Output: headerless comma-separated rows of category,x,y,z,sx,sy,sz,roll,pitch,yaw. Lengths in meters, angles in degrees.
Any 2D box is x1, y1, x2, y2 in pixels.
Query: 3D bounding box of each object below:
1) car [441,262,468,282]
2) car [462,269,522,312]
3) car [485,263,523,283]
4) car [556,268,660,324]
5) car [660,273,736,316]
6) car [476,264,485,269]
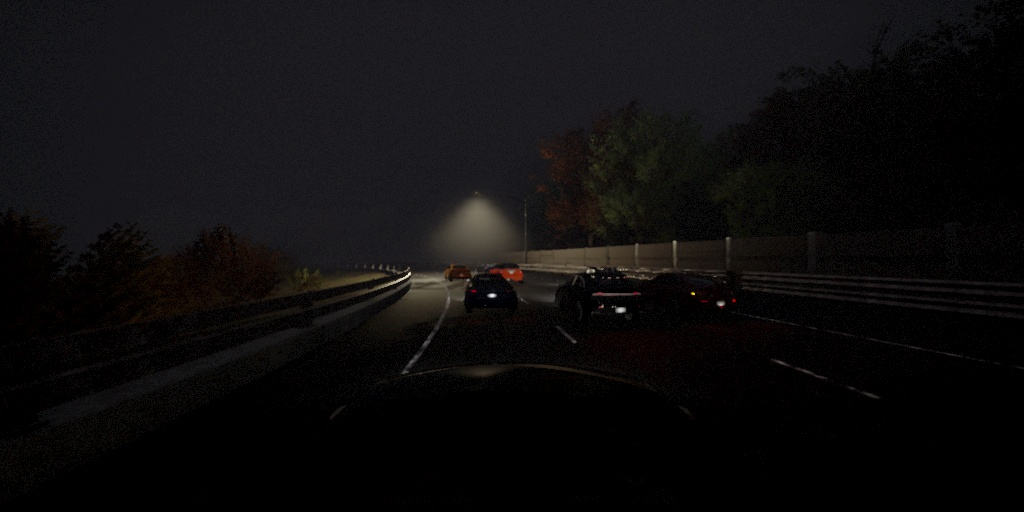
car,-5.058,1.503,33.063,1.882,1.535,5.008,0,-1,-17
car,-0.977,1.428,15.014,1.994,1.385,4.181,0,0,-7
car,-0.621,1.343,30.265,2.097,1.767,4.553,0,0,-15
car,2.828,1.325,12.506,2.128,1.511,4.902,0,-1,-5
car,6.320,1.362,13.717,1.812,1.442,4.674,0,-1,-9
car,-3.407,1.714,48.028,1.994,1.385,4.181,0,-1,-23
